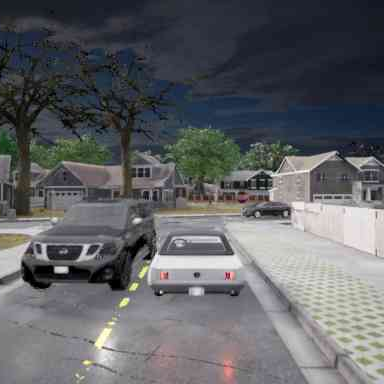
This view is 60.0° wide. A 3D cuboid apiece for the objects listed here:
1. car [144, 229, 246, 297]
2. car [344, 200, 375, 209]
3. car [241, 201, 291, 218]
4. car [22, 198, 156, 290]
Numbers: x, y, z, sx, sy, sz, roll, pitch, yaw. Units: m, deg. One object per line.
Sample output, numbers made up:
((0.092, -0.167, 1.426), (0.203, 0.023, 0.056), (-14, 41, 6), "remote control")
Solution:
((0.099, 1.605, 8.561), (1.895, 1.301, 4.718), (0, 0, 0), "car")
((15.868, 1.605, 33.208), (4.892, 1.490, 1.837), (0, 0, -17), "car")
((6.789, 1.564, 30.125), (4.892, 1.490, 1.837), (0, 0, -19), "car")
((-2.438, 1.225, 9.497), (2.150, 2.045, 5.566), (0, 0, 4), "car")
